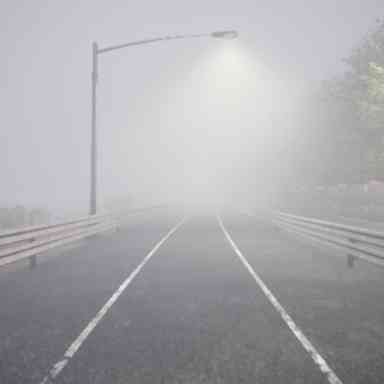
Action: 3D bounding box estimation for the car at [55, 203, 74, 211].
[{"bbox_3d":[-34.345,4.205,88.382,1.994,1.385,4.181,1,3,18],"label":"car"}]
